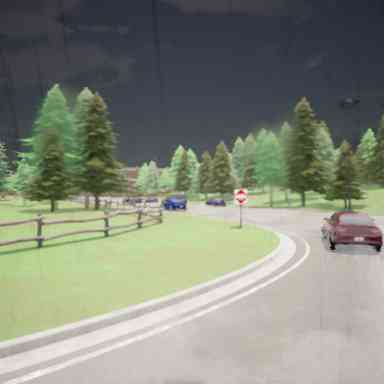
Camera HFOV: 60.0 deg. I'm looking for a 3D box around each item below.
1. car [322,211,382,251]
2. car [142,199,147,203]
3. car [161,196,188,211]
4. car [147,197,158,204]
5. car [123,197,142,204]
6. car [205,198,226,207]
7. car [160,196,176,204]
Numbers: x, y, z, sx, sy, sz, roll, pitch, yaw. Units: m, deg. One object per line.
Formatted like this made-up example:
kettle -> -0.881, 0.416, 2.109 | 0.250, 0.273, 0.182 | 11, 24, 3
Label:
car -> 6.727, 1.550, 14.237 | 1.812, 1.442, 4.674 | 0, 0, 17
car -> -12.120, 1.829, 72.568 | 2.128, 1.511, 4.902 | 0, 0, -25
car -> -2.346, 1.641, 43.171 | 1.882, 1.535, 5.008 | 0, 0, -25
car -> -8.854, 1.822, 73.825 | 1.812, 1.442, 4.674 | 0, 0, -25
car -> -11.860, 1.768, 63.847 | 2.128, 1.511, 4.902 | 0, 0, -25
car -> 3.874, 1.704, 54.774 | 1.812, 1.442, 4.674 | 0, 0, -25
car -> -5.471, 1.765, 74.851 | 1.882, 1.535, 5.008 | 0, 0, -25
